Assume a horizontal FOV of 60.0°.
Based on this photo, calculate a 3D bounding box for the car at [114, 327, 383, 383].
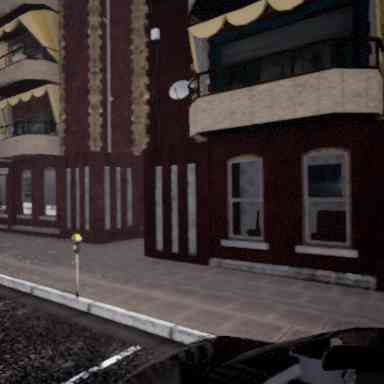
[{"bbox_3d":[1.209,1.566,1.869,4.313,1.339,1.947,0,-1,36],"label":"car"}]
